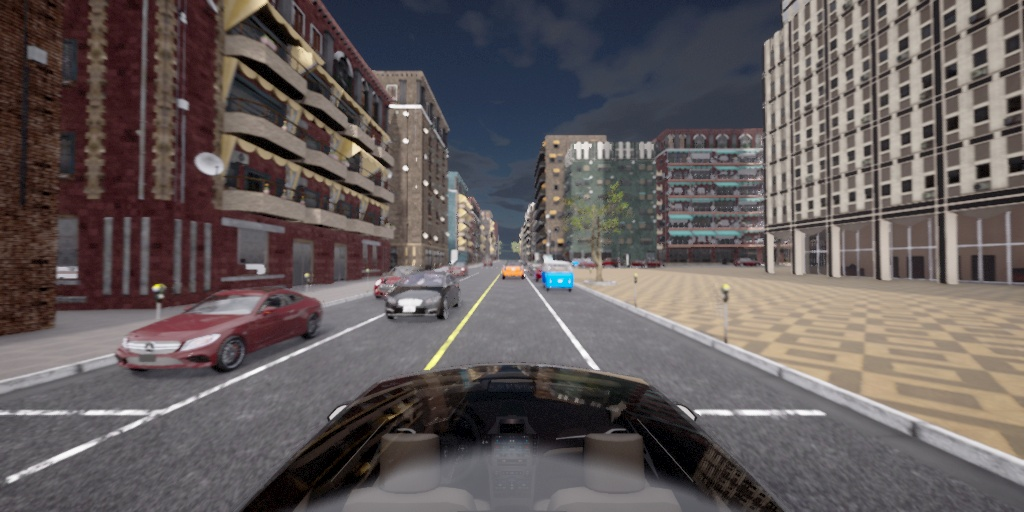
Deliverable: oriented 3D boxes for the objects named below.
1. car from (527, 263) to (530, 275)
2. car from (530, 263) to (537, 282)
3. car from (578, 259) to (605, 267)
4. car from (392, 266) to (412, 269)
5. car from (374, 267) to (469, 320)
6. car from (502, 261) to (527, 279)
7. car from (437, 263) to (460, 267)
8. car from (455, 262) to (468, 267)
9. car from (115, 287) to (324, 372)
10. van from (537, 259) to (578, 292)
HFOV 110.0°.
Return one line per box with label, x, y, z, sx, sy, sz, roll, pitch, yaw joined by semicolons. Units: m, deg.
car;2.830;1.516;41.097;2.007;1.370;4.403;0;0;0
car;2.781;1.453;30.667;1.888;1.381;4.507;0;0;0
car;13.722;1.491;63.292;4.207;1.307;1.802;0;0;0
car;-5.691;1.284;18.821;1.967;1.591;4.097;0;0;0
car;-3.001;1.306;12.957;2.128;1.511;4.902;0;0;0
car;0.108;1.286;35.371;2.097;1.767;4.553;0;0;0
car;-5.762;1.487;29.959;1.802;1.307;4.207;0;0;0
car;-5.811;1.394;38.863;1.967;1.591;4.097;0;0;0
car;-5.688;1.365;7.682;1.802;1.307;4.207;0;0;0
van;2.723;1.202;22.206;1.690;1.789;3.998;0;0;0
